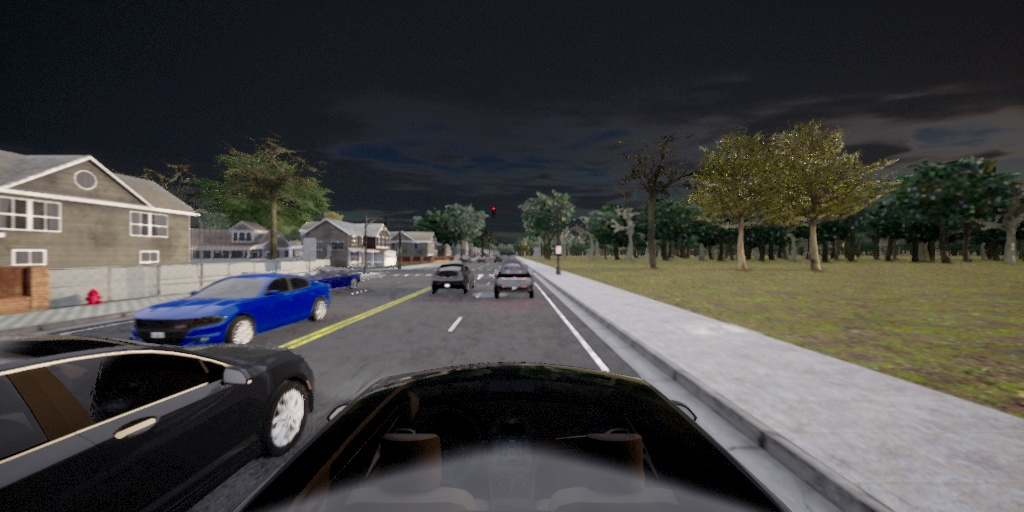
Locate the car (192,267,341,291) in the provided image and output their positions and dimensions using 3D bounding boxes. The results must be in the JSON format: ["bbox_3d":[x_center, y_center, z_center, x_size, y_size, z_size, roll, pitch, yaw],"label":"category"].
[{"bbox_3d":[-6.599,1.195,9.178,1.882,1.535,5.008,0,0,0],"label":"car"}]

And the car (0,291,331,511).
[{"bbox_3d":[-3.151,1.255,2.136,1.837,1.490,4.892,0,1,0],"label":"car"}]

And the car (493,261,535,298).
[{"bbox_3d":[0.099,1.172,17.818,2.128,1.511,4.902,0,0,0],"label":"car"}]

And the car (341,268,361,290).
[{"bbox_3d":[-9.838,1.276,18.920,1.895,1.301,4.718,0,0,0],"label":"car"}]

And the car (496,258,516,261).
[{"bbox_3d":[0.029,1.117,27.220,1.882,1.535,5.008,0,0,1],"label":"car"}]

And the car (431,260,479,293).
[{"bbox_3d":[-3.150,1.176,19.837,1.837,1.490,4.892,0,0,0],"label":"car"}]
